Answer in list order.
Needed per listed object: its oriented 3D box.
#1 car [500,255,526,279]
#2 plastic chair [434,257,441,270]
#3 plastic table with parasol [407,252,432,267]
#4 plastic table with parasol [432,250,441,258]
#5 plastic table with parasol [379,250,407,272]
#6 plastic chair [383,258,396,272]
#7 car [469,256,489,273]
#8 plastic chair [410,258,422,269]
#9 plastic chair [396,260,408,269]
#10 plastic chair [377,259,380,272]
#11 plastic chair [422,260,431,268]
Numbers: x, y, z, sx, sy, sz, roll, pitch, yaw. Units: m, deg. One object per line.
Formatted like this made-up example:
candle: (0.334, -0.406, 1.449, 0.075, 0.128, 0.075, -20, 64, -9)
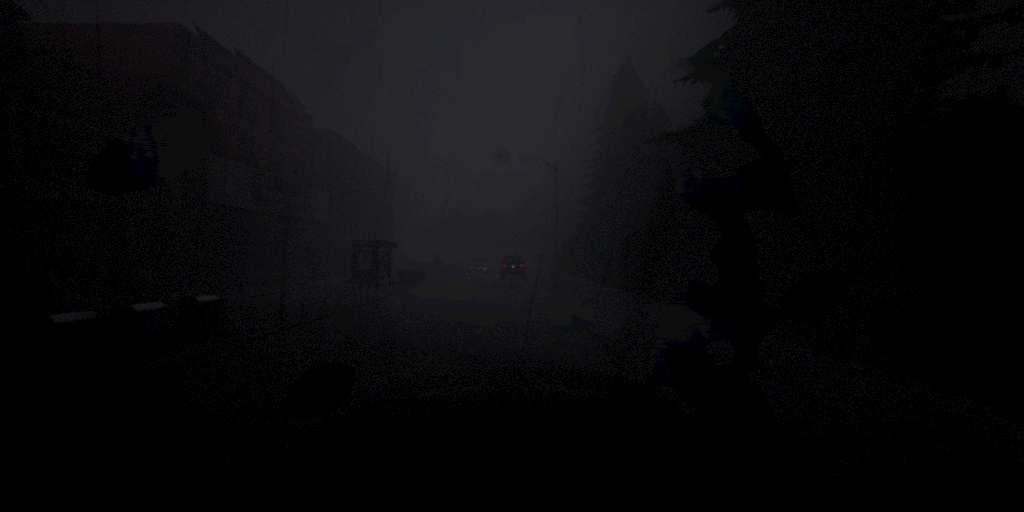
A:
car: (0.107, 0.974, 32.450, 2.150, 2.045, 5.566, 0, 0, 0)
plastic chair: (-12.108, 1.284, 59.246, 0.730, 1.272, 0.750, 0, 0, 0)
plastic table with parasol: (-14.078, 0.679, 54.536, 2.482, 2.480, 2.482, 0, 0, 0)
plastic table with parasol: (-13.358, 0.680, 59.396, 2.482, 2.480, 2.482, 0, 0, 0)
plastic table with parasol: (-17.138, 0.679, 51.896, 2.482, 2.480, 2.482, 0, 0, 0)
plastic chair: (-17.289, 1.283, 50.616, 0.750, 1.272, 0.730, 0, 0, 0)
car: (-3.991, 1.081, 44.499, 2.150, 2.045, 5.566, 0, 0, 0)
plastic chair: (-14.238, 1.283, 53.256, 0.750, 1.272, 0.730, 0, 0, 0)
plastic chair: (-15.878, 1.283, 51.776, 0.730, 1.272, 0.750, 0, 0, 0)
plastic chair: (-18.538, 1.283, 51.706, 0.730, 1.272, 0.750, 0, 0, 10)
plastic chair: (-12.828, 1.283, 54.416, 0.730, 1.272, 0.750, 0, 0, 0)
